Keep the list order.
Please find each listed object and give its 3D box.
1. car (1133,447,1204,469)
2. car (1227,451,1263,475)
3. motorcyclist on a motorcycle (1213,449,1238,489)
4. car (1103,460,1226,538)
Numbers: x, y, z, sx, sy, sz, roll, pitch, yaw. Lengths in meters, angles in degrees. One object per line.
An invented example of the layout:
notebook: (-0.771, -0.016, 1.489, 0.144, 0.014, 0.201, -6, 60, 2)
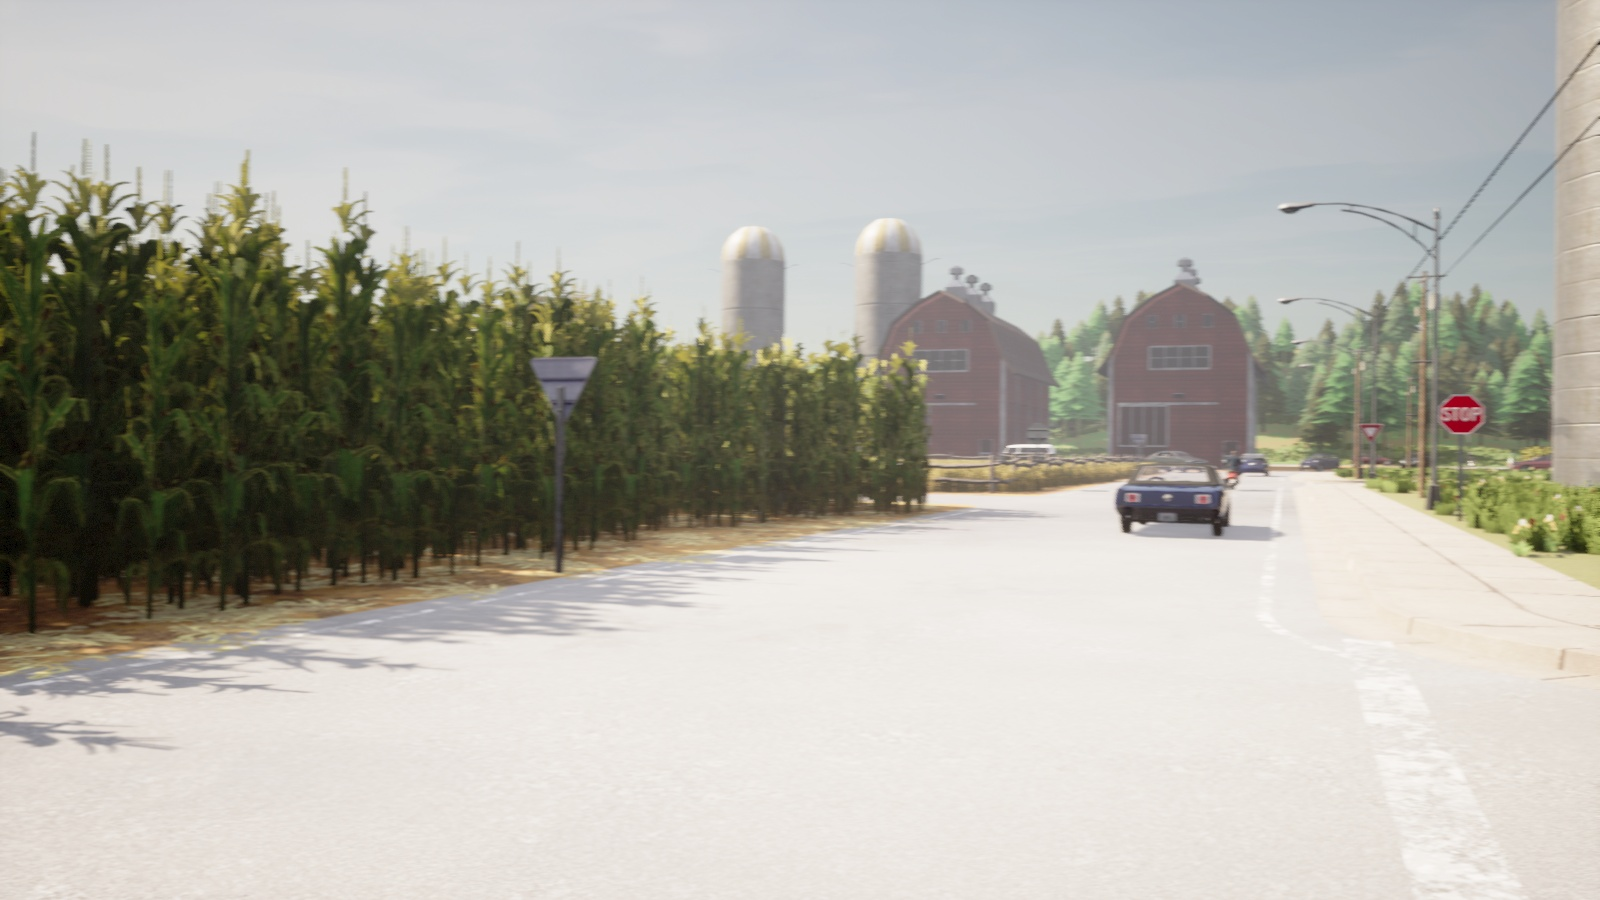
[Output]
car: (27.613, 0.594, 94.163, 2.152, 1.651, 5.027, 0, 0, -29)
car: (29.522, 0.841, 83.239, 2.163, 1.488, 4.792, 0, 0, 21)
motorcyclist on a motorcycle: (17.204, 0.754, 50.774, 0.866, 1.590, 1.817, 0, 0, 21)
car: (7.142, 0.868, 24.309, 1.895, 1.301, 4.718, 0, 0, 21)
